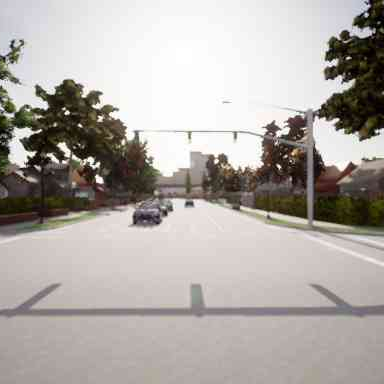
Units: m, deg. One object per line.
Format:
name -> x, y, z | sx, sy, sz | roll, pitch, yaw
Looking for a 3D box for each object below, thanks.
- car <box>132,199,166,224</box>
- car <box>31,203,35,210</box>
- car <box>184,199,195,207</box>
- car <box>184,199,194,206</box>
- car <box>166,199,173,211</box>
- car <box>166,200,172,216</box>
car -> -3.543, 1.625, 27.154 | 2.097, 1.767, 4.553 | 0, -1, -1
car -> -20.522, 1.535, 38.934 | 3.806, 1.475, 1.970 | 0, -1, 0
car -> -0.513, 2.133, 64.284 | 1.882, 1.535, 5.008 | 0, -1, -1
car -> -0.667, 2.302, 74.411 | 1.994, 1.385, 4.181 | 0, 0, -1
car -> -3.754, 1.828, 47.201 | 2.097, 1.767, 4.553 | 0, -1, -1
car -> -3.672, 1.938, 37.122 | 1.994, 1.385, 4.181 | 0, -1, -1
